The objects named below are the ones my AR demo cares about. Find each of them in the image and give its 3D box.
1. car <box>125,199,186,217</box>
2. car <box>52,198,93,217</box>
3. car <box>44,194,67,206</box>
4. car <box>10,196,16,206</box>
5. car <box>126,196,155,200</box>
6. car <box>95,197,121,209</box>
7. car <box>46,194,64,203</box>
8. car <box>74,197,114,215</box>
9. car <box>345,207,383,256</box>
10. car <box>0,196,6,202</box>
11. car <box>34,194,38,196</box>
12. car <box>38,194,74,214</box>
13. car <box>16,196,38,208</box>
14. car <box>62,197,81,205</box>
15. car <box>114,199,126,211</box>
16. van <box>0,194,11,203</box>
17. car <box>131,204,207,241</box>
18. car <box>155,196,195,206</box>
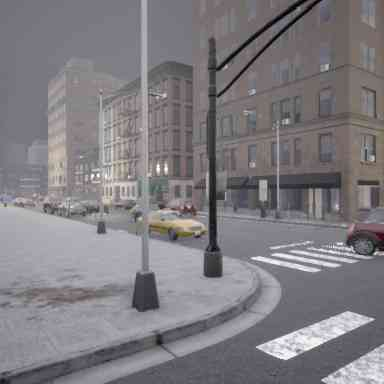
[{"bbox_3d":[-2.734,1.509,23.661,1.837,1.490,4.892,0,0,-36],"label":"car"},{"bbox_3d":[-11.211,1.565,31.038,2.008,1.369,4.403,0,0,-36],"label":"car"},{"bbox_3d":[-19.199,1.113,46.573,1.837,1.490,4.892,0,0,-36],"label":"car"},{"bbox_3d":[-27.707,1.534,53.836,1.752,1.417,4.829,0,0,-36],"label":"car"},{"bbox_3d":[-4.710,1.289,35.742,2.192,1.841,5.009,0,0,-36],"label":"car"},{"bbox_3d":[-11.447,1.498,45.054,1.752,1.417,4.829,0,0,-36],"label":"car"},{"bbox_3d":[-27.944,1.283,67.850,2.192,1.841,5.009,0,0,-36],"label":"car"},{"bbox_3d":[-10.053,1.479,33.786,1.882,1.535,5.008,0,0,-36],"label":"car"},{"bbox_3d":[7.891,1.350,11.596,4.553,1.767,2.097,0,0,31],"label":"car"},{"bbox_3d":[-44.402,1.557,76.908,2.008,1.369,4.403,0,0,-36],"label":"car"},{"bbox_3d":[-34.582,1.533,77.025,1.947,1.339,4.313,0,0,-36],"label":"car"},{"bbox_3d":[-14.531,1.328,35.625,2.192,1.841,5.009,0,0,-36],"label":"car"},{"bbox_3d":[-24.488,1.592,49.387,1.802,1.307,4.206,0,0,-36],"label":"car"},{"bbox_3d":[-21.305,1.520,58.678,2.008,1.369,4.403,0,0,-36],"label":"car"},{"bbox_3d":[-8.028,1.539,40.330,1.947,1.339,4.313,0,0,-36],"label":"car"},{"bbox_3d":[-37.765,1.349,67.733,1.690,1.788,3.998,0,0,-36],"label":"van"},{"bbox_3d":[-1.154,1.543,17.140,1.752,1.417,4.829,0,0,-36],"label":"car"},{"bbox_3d":[-1.390,1.416,31.155,1.967,1.590,4.097,0,0,-36],"label":"car"}]
